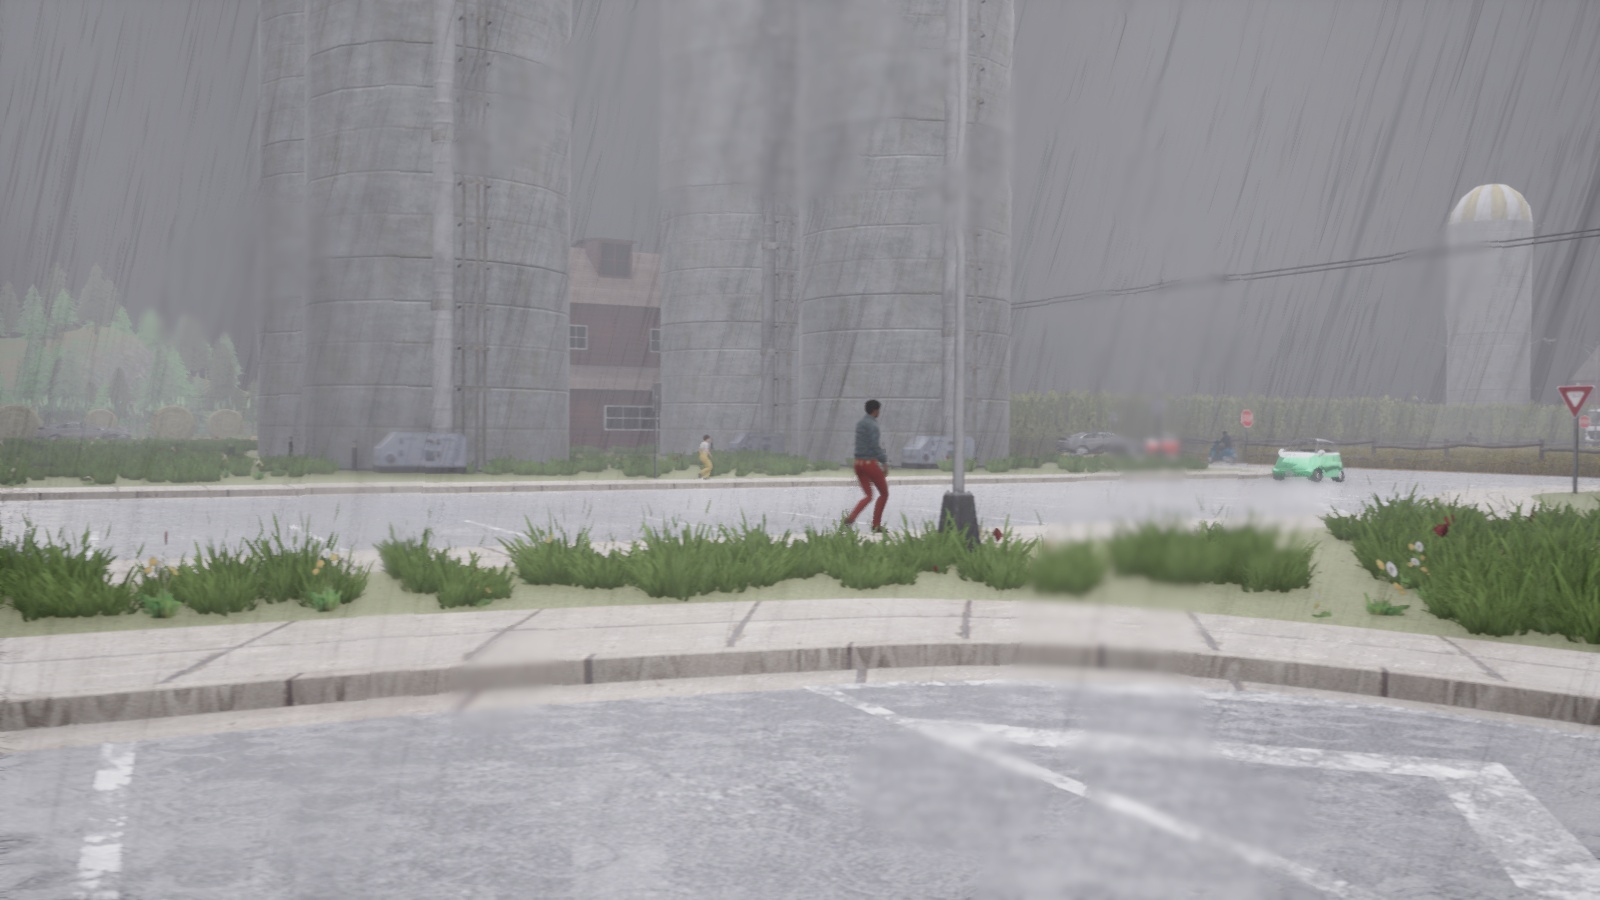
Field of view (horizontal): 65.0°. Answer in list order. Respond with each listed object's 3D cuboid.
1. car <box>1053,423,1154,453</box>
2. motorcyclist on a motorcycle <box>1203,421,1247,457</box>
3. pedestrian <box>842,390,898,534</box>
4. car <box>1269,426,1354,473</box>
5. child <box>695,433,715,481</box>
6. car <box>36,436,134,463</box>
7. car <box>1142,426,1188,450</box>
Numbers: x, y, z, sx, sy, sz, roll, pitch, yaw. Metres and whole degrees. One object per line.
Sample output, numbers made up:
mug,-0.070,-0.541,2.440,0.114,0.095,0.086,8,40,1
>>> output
car,16.514,-0.666,68.463,4.902,1.511,2.128,-1,1,-6
motorcyclist on a motorcycle,19.447,-0.512,57.469,0.866,1.590,1.817,-1,1,-28
pedestrian,0.915,0.150,16.408,0.614,1.847,0.353,-1,1,-30
car,15.719,-0.030,38.584,2.207,1.376,1.481,-1,1,-36
child,-2.499,0.182,32.955,0.437,1.263,0.270,-1,1,-24
car,-42.084,-0.045,74.032,4.902,1.511,2.128,-1,1,-29
car,21.569,-0.734,74.252,2.207,1.376,1.481,-1,1,-28
